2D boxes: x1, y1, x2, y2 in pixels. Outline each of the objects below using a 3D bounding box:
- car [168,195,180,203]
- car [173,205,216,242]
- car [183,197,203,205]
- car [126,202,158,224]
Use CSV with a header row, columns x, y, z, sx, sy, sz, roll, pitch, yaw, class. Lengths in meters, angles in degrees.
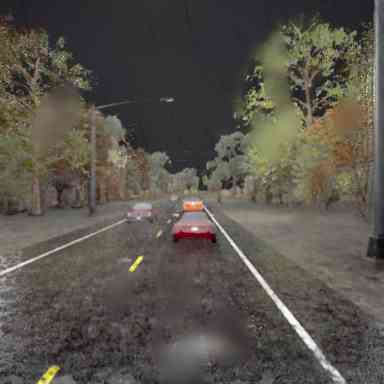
x,y,z,sx,sy,sz,roll,pitch,yaw,class
-3.462,1.361,64.720,2.128,1.511,4.902,0,0,1,car
0.114,1.546,16.206,1.994,1.385,4.181,0,0,0,car
0.132,1.294,35.012,2.097,1.767,4.553,0,0,0,car
-3.574,1.490,24.563,1.812,1.442,4.674,0,0,0,car
